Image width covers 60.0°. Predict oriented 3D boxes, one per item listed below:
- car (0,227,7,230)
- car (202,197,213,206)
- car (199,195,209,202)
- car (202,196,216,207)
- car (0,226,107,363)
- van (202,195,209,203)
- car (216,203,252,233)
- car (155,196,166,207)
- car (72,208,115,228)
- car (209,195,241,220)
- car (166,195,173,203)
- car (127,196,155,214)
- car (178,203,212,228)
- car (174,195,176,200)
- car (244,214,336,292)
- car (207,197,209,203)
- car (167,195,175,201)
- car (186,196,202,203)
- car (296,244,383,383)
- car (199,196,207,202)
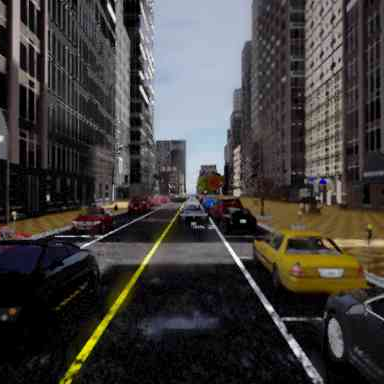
[{"bbox_3d":[-5.686,1.591,8.592,1.802,1.307,4.206,0,0,0],"label":"car"},{"bbox_3d":[2.699,1.574,58.615,1.752,1.417,4.829,0,0,0],"label":"car"},{"bbox_3d":[2.701,1.502,75.063,1.967,1.590,4.097,0,0,0],"label":"car"},{"bbox_3d":[2.699,1.484,52.906,1.967,1.590,4.097,0,0,0],"label":"car"},{"bbox_3d":[-3.097,1.570,5.913,1.994,1.385,4.181,0,0,0],"label":"car"},{"bbox_3d":[2.699,1.381,47.366,1.690,1.788,3.998,0,0,0],"label":"van"},{"bbox_3d":[2.696,1.583,19.670,1.947,1.339,4.313,0,0,0],"label":"car"},{"bbox_3d":[-5.682,1.590,52.906,1.887,1.381,4.507,0,0,0],"label":"car"},{"bbox_3d":[-5.685,1.600,19.670,1.802,1.307,4.206,0,0,0],"label":"car"},{"bbox_3d":[2.698,1.337,25.209,2.192,1.841,5.009,0,0,0],"label":"car"},{"bbox_3d":[-5.680,1.603,69.524,1.887,1.381,4.507,0,0,0],"label":"car"},{"bbox_3d":[-5.682,1.347,36.288,2.192,1.841,5.009,0,0,0],"label":"car"},{"bbox_3d":[0.101,1.621,22.331,1.895,1.301,4.718,0,0,0],"label":"car"},{"bbox_3d":[-5.679,1.617,80.602,2.008,1.369,4.403,0,0,0],"label":"car"},{"bbox_3d":[2.695,1.533,8.762,1.752,1.417,4.829,0,0,0],"label":"car"},{"bbox_3d":[2.697,1.467,30.749,1.967,1.590,4.097,0,0,0],"label":"car"},{"bbox_3d":[-5.678,1.620,91.681,1.887,1.381,4.507,0,0,0],"label":"car"},{"bbox_3d":[0.104,1.565,46.557,1.812,1.442,4.674,0,0,0],"label":"car"},{"bbox_3d":[2.694,1.554,3.052,2.008,1.369,4.403,0,0,0],"label":"car"},{"bbox_3d":[2.701,1.591,80.771,1.752,1.417,4.829,0,0,0],"label":"car"}]
